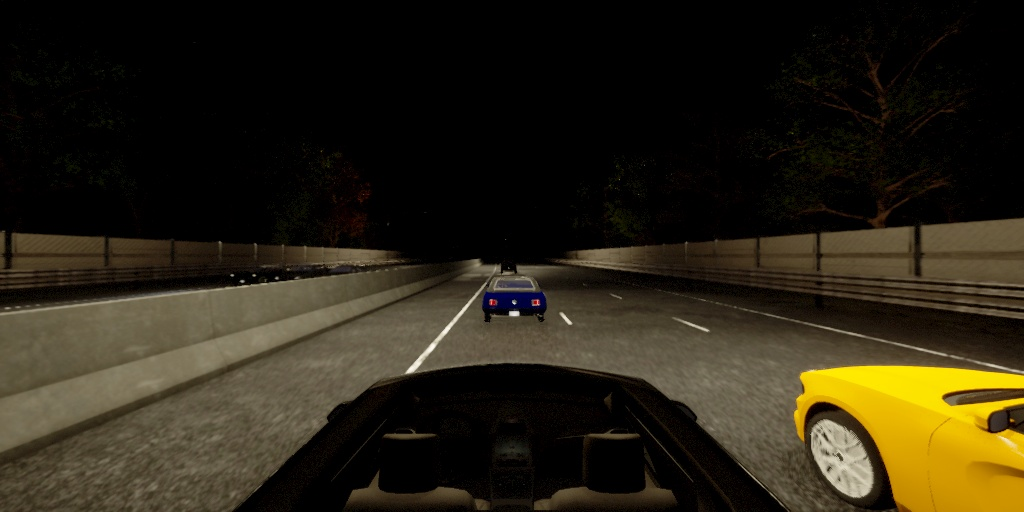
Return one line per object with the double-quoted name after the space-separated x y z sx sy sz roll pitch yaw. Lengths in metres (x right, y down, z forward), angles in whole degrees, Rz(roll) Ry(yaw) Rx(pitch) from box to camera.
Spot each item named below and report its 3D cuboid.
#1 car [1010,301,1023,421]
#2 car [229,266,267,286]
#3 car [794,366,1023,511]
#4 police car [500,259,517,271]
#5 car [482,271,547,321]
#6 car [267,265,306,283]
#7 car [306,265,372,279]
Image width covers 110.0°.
7.092 1.274 2.120 1.812 1.442 4.674 0 0 0 "car"
-17.776 1.359 25.816 1.895 1.301 4.718 0 0 -1 "car"
3.592 1.227 1.315 1.882 1.535 5.008 0 0 0 "car"
-0.424 1.190 44.148 1.930 1.638 5.238 0 0 -1 "police car"
0.058 1.355 12.421 1.895 1.301 4.718 0 0 0 "car"
-14.267 1.306 25.245 2.033 1.411 5.357 0 0 -1 "car"
-10.743 1.305 23.349 2.033 1.411 5.357 0 0 -1 "car"
